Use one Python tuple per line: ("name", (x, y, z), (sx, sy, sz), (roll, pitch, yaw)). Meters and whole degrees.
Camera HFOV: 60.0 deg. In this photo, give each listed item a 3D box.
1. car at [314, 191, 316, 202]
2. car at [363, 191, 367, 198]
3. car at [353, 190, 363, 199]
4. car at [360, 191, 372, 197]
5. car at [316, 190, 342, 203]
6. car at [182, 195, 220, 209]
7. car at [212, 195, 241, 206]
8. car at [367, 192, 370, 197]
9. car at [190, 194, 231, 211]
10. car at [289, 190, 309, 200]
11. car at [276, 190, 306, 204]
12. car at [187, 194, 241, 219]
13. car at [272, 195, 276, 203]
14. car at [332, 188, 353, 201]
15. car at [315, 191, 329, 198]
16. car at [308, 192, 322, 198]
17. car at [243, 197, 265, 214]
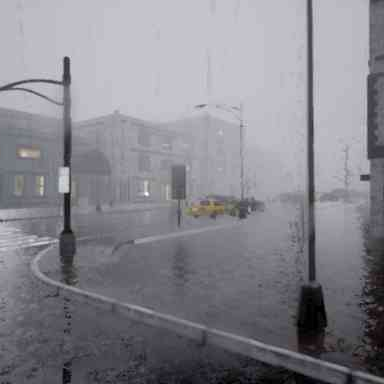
("car", (19.111, 0.634, 52.579), (2.097, 1.767, 4.553), (0, 0, 36))
("car", (34.017, 0.635, 68.464), (1.947, 1.339, 4.313), (0, 1, 36))
("car", (30.759, 0.434, 63.989), (2.192, 1.841, 5.009), (0, 1, 36))
("car", (40.356, 0.518, 77.157), (1.887, 1.381, 4.507), (0, 1, 36))
("car", (20.036, 0.792, 48.504), (1.837, 1.490, 4.892), (0, 0, 36))
("car", (1.088, 1.054, 37.479), (1.752, 1.417, 4.829), (0, 1, 36))
("car", (4.445, 1.058, 42.090), (1.802, 1.307, 4.206), (0, 1, 36))
("car", (37.273, 0.586, 72.937), (1.947, 1.339, 4.313), (0, 1, 36))
("car", (1.982, 1.036, 34.315), (1.837, 1.490, 4.892), (0, 0, 36))
("car", (20.729, 0.537, 64.451), (2.192, 1.841, 5.009), (0, 1, 36))
("car", (13.767, 0.858, 45.152), (2.128, 1.511, 4.902), (0, 0, 37))
("car", (1.547, 1.101, 23.874), (1.752, 1.417, 4.829), (0, 1, 36))
("car", (13.759, 0.888, 50.323), (1.812, 1.442, 4.674), (0, 0, 36))
("car", (24.140, 0.444, 54.209), (2.150, 2.045, 5.566), (0, 0, 36))
("car", (30.500, 0.513, 77.870), (1.967, 1.590, 4.097), (0, 1, 36))
("car", (27.243, 0.705, 73.399), (1.802, 1.307, 4.206), (0, 1, 36))
("car", (4.704, 1.076, 28.210), (2.008, 1.369, 4.403), (0, 1, 36))
